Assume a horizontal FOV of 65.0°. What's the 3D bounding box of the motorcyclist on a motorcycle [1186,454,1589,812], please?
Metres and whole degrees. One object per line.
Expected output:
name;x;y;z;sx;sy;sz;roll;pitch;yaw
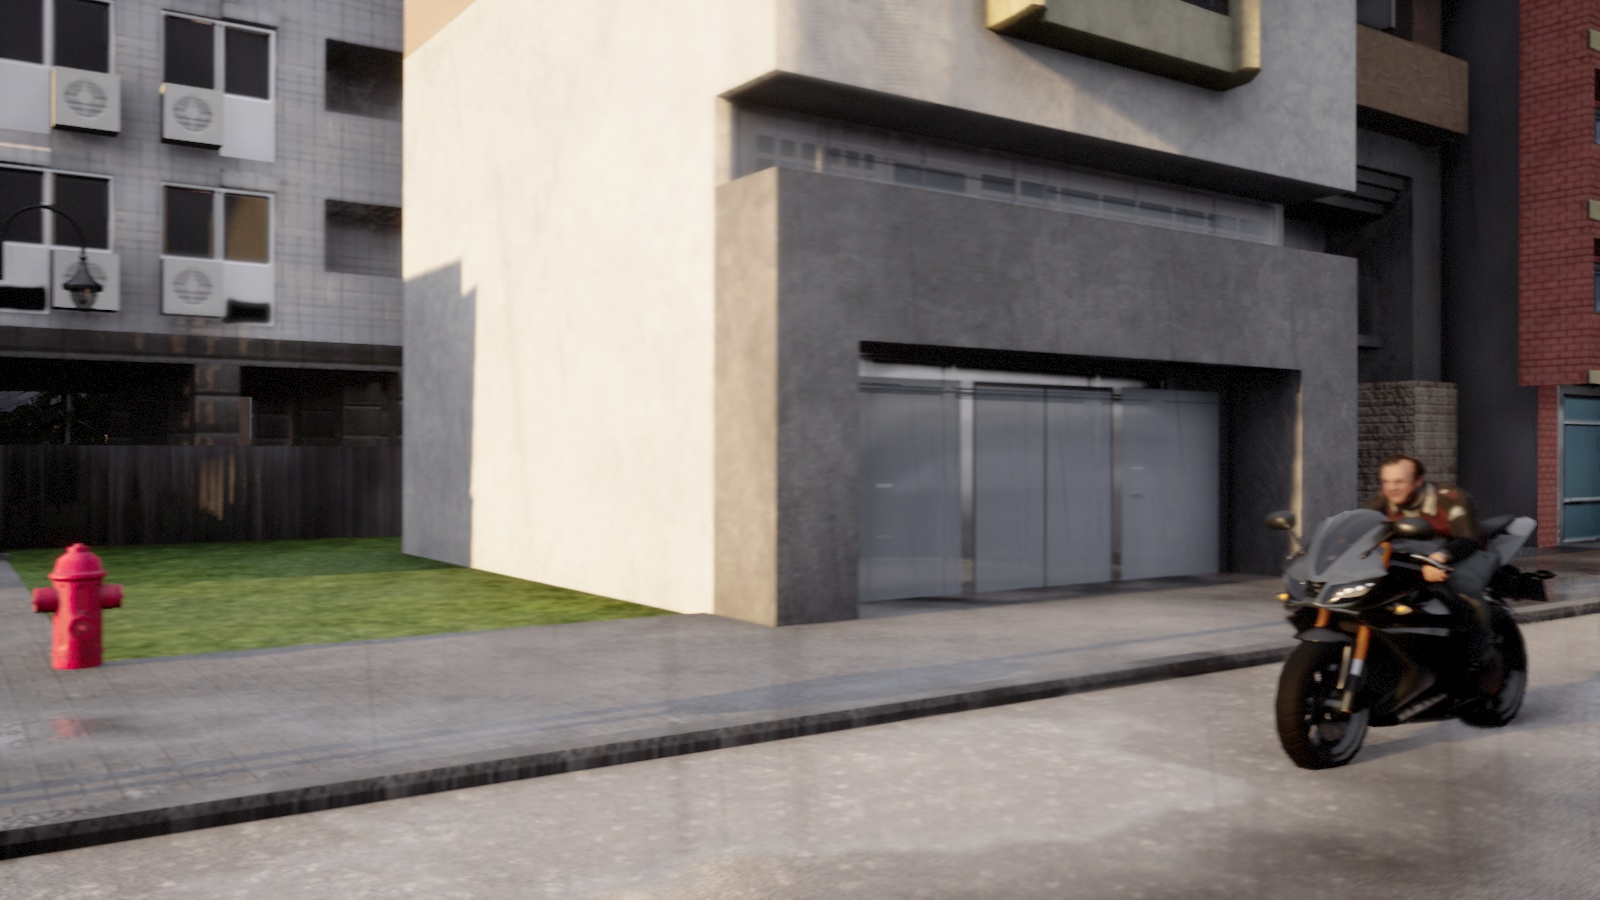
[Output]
motorcyclist on a motorcycle;3.023;0.789;6.373;2.191;1.530;0.866;0;0;-35
